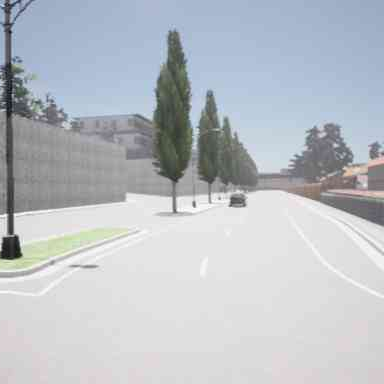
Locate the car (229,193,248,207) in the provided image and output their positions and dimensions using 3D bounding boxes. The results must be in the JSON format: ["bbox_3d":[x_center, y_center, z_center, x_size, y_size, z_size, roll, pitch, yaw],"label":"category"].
[{"bbox_3d":[5.651,0.953,40.549,1.837,1.490,4.892,0,1,13],"label":"car"}]
